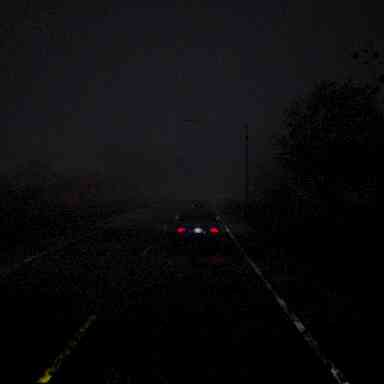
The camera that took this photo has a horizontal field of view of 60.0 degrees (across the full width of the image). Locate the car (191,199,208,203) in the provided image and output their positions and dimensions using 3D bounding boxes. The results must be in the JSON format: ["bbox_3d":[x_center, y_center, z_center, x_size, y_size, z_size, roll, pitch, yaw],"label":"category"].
[{"bbox_3d":[0.773,1.315,32.739,1.895,1.301,4.718,0,0,2],"label":"car"}]

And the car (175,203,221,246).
[{"bbox_3d":[0.242,1.415,14.526,2.033,1.411,5.357,0,1,1],"label":"car"}]
